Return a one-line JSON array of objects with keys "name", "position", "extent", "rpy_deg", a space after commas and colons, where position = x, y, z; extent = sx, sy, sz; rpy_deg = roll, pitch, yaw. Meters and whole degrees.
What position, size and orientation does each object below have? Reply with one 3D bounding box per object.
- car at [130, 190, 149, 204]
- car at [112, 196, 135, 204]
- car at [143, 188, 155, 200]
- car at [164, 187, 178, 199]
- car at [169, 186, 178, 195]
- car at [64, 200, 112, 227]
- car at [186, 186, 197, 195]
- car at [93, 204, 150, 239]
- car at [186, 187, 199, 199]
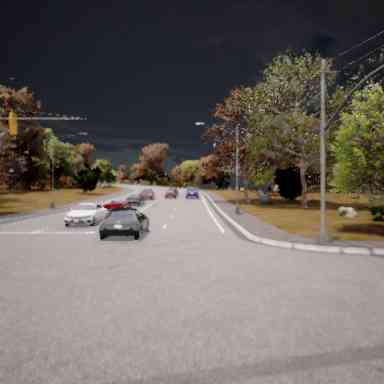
[{"name": "car", "position": [-7.021, 0.952, 41.446], "extent": [2.033, 1.411, 5.357], "rpy_deg": [0, 2, 1]}, {"name": "car", "position": [-7.076, 1.351, 31.707], "extent": [1.895, 1.301, 4.718], "rpy_deg": [0, 2, 0]}, {"name": "car", "position": [-6.979, 0.258, 51.588], "extent": [2.097, 1.767, 4.553], "rpy_deg": [0, 3, 0]}, {"name": "car", "position": [-3.479, 0.272, 54.687], "extent": [1.812, 1.442, 4.674], "rpy_deg": [0, 3, 0]}, {"name": "car", "position": [-3.593, -0.256, 64.649], "extent": [1.837, 1.490, 4.892], "rpy_deg": [0, 3, -3]}, {"name": "car", "position": [-7.096, 1.456, 22.682], "extent": [1.812, 1.442, 4.674], "rpy_deg": [0, 1, 0]}, {"name": "car", "position": [-0.071, -0.264, 64.377], "extent": [1.882, 1.535, 5.008], "rpy_deg": [0, 3, -3]}, {"name": "car", "position": [-3.392, 1.539, 17.268], "extent": [1.994, 1.385, 4.181], "rpy_deg": [0, 0, 0]}, {"name": "car", "position": [0.021, 0.123, 54.208], "extent": [2.097, 1.767, 4.553], "rpy_deg": [0, 3, 0]}]
